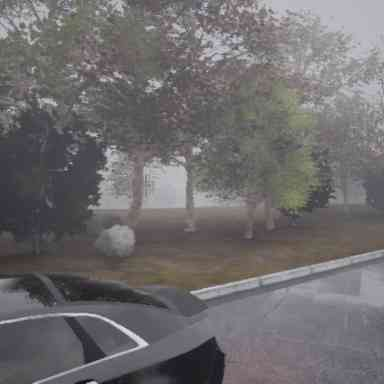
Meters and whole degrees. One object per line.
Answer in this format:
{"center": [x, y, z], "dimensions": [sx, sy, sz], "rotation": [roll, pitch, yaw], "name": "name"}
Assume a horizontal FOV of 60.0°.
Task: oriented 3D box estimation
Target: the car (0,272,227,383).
{"center": [-1.968, 1.500, 2.286], "dimensions": [4.892, 1.490, 1.837], "rotation": [-1, 1, -35], "name": "car"}
